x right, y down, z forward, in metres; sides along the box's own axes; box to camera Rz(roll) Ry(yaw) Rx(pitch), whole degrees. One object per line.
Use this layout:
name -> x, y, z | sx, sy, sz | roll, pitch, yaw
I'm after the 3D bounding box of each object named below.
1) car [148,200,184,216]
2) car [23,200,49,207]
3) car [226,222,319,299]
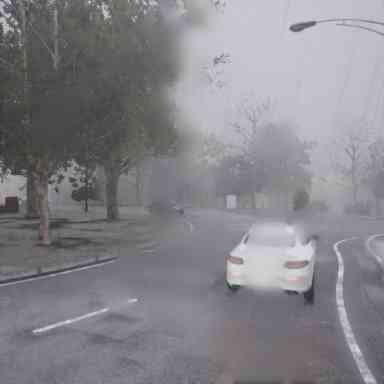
car -> -2.575, 1.446, 31.735 | 1.994, 1.385, 4.181 | 0, 0, -35
car -> -21.545, 1.351, 45.872 | 4.674, 1.442, 1.812 | 0, 0, 38
car -> 2.175, 1.500, 8.452 | 1.812, 1.442, 4.674 | 0, 0, 21
